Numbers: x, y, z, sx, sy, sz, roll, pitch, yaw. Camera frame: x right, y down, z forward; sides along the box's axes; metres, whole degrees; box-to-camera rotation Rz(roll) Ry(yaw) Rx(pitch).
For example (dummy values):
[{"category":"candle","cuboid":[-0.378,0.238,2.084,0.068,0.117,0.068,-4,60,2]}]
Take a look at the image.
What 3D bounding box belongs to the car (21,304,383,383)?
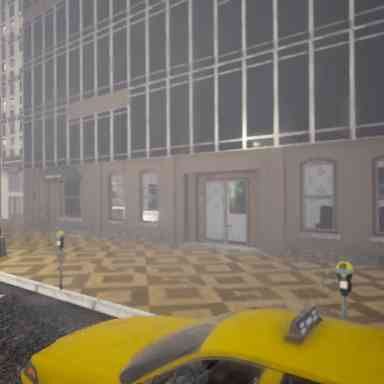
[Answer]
[{"category":"car","cuboid":[0.564,1.529,2.476,4.829,1.417,1.752,0,0,35]}]
